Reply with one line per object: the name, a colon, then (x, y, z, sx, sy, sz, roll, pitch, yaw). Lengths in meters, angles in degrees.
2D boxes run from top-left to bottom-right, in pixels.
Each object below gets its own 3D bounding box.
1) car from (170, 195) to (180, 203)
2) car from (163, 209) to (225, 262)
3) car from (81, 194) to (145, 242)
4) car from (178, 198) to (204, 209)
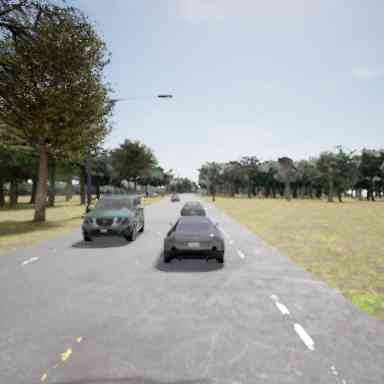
car: (-3.526, 1.357, 71.779, 2.097, 1.767, 4.553, 0, -1, 0)
car: (0.071, 1.542, 11.980, 1.994, 1.385, 4.181, 0, 0, 0)
car: (-3.633, 1.176, 16.404, 2.150, 2.045, 5.566, 0, 1, 0)
car: (0.070, 1.444, 27.083, 1.994, 1.385, 4.181, 1, 1, 0)
